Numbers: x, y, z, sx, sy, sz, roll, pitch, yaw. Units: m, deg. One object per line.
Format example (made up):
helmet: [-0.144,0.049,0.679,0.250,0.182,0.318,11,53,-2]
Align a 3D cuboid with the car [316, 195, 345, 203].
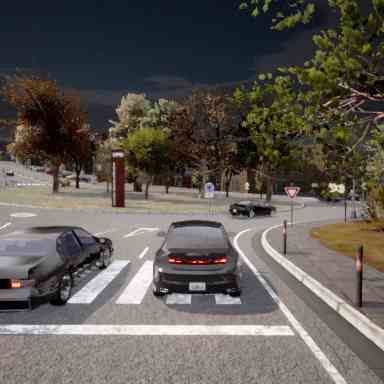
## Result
car: [21.464,0.876,52.603,2.033,1.411,5.357,0,2,-2]

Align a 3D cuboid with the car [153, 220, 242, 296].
car: [0.117,1.475,8.528,1.837,1.490,4.892,0,0,0]

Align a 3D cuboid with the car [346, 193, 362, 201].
car: [28.575,0.844,59.563,4.892,1.490,1.837,2,2,-37]

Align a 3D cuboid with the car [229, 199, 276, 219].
car: [5.367,1.409,29.048,5.008,1.535,1.882,1,1,-42]

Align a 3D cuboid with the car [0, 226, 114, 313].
car: [-3.364,1.521,7.913,2.033,1.411,5.357,0,0,1]
